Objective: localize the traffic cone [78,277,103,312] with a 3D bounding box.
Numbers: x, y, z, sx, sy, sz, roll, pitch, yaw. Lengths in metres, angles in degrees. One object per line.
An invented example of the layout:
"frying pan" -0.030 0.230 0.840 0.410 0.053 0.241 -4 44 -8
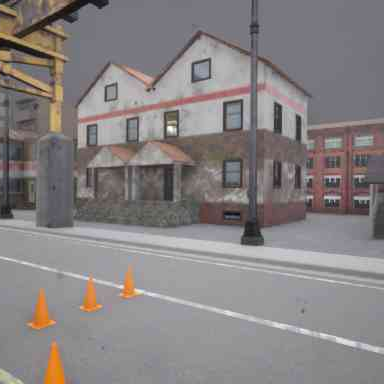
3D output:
"traffic cone" -1.960 1.949 6.441 0.340 0.580 0.340 0 0 36

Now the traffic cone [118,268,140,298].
"traffic cone" -1.375 1.949 7.251 0.340 0.580 0.340 0 0 36

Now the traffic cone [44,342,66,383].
"traffic cone" -1.509 1.952 3.648 0.340 0.580 0.340 0 0 36

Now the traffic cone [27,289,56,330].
"traffic cone" -2.546 1.949 5.630 0.340 0.580 0.340 0 0 36
